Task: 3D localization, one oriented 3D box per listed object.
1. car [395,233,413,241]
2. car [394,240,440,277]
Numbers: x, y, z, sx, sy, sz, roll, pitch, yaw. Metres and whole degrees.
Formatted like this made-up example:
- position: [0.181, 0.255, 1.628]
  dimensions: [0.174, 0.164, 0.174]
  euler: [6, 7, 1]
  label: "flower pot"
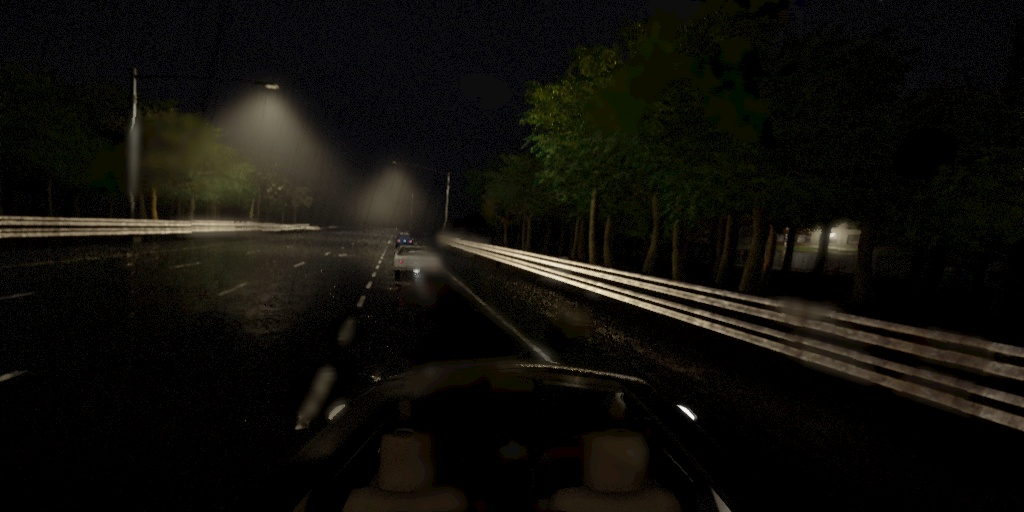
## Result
- position: [-12.040, -1.704, 40.054]
  dimensions: [2.033, 1.411, 5.357]
  euler: [3, 3, -18]
  label: "car"
- position: [-4.688, 0.173, 17.308]
  dimensions: [1.895, 1.301, 4.718]
  euler: [3, 3, -18]
  label: "car"
